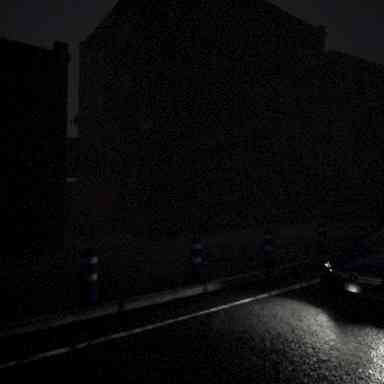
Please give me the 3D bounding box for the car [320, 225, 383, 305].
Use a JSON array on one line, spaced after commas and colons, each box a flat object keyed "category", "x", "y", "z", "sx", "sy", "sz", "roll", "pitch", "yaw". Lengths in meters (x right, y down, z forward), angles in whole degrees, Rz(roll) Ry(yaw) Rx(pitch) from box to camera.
[{"category": "car", "x": 4.838, "y": 1.457, "z": 7.437, "sx": 4.674, "sy": 1.442, "sz": 1.812, "roll": -1, "pitch": 1, "yaw": -35}]
